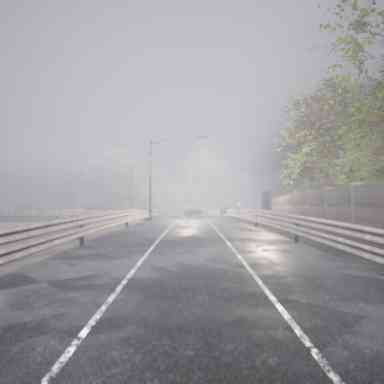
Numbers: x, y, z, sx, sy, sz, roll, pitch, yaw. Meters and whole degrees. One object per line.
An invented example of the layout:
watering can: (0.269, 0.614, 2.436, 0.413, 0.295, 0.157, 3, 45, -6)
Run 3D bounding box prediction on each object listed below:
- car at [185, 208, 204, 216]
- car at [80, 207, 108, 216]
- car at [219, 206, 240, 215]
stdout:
car: (0.514, 3.882, 63.237, 1.837, 1.490, 4.892, -1, -3, 35)
car: (-13.320, 2.892, 47.146, 4.553, 1.767, 2.097, 3, -4, -45)
car: (8.334, 4.246, 75.777, 2.150, 2.045, 5.566, -2, -3, 28)
